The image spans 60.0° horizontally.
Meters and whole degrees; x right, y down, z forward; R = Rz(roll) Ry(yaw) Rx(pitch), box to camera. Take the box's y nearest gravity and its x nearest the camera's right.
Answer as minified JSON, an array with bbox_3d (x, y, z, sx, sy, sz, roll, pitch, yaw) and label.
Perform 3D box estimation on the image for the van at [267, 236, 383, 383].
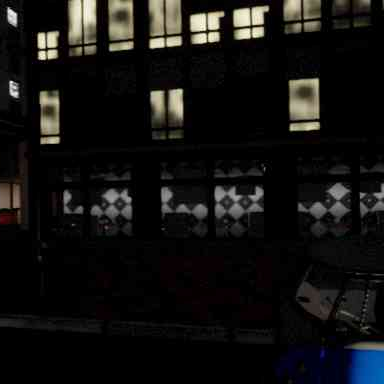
[{"bbox_3d":[2.715,1.297,2.740,3.998,1.788,1.690,-1,0,11],"label":"van"}]
